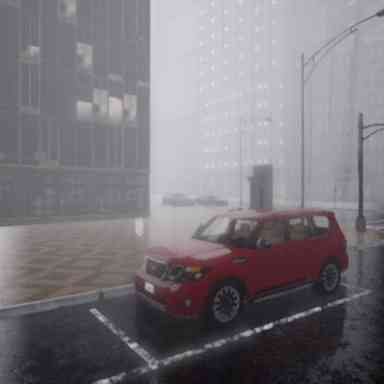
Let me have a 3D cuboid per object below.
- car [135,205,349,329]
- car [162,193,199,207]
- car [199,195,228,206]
[{"bbox_3d":[1.328,1.307,7.123,5.009,1.841,2.192,0,0,-35],"label":"car"},{"bbox_3d":[-1.641,0.919,38.727,2.097,1.767,4.553,0,1,-36],"label":"car"},{"bbox_3d":[2.188,1.072,39.015,1.882,1.535,5.008,0,1,-37],"label":"car"}]
